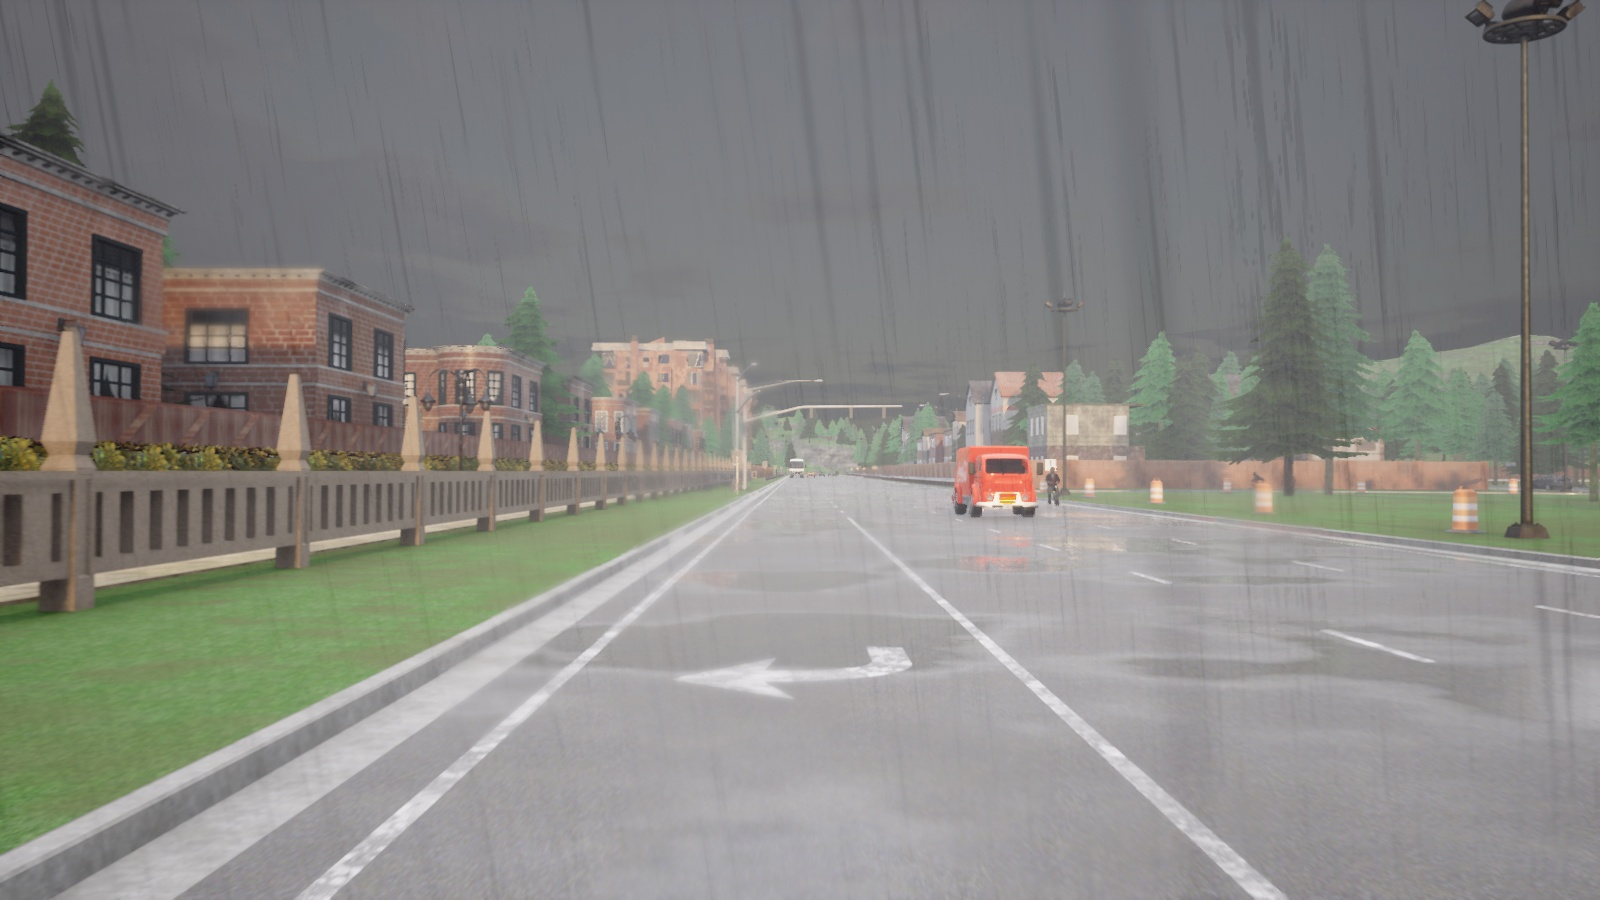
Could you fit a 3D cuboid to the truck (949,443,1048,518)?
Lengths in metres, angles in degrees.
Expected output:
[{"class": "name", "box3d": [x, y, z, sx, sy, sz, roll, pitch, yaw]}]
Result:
[{"class": "truck", "box3d": [6.891, 1.040, 44.176, 2.627, 2.467, 5.204, 0, -1, 0]}]
